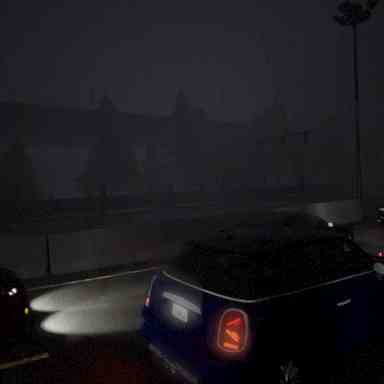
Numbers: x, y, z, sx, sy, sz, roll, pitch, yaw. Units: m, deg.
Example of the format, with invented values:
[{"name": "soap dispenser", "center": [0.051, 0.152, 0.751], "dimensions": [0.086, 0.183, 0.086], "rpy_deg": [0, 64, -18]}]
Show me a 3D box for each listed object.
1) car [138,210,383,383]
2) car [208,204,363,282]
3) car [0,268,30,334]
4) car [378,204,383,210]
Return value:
[{"name": "car", "center": [1.592, 1.313, 4.915], "dimensions": [4.553, 1.767, 2.097], "rpy_deg": [-1, 1, -36]}, {"name": "car", "center": [3.068, 1.321, 10.304], "dimensions": [5.008, 1.535, 1.882], "rpy_deg": [-3, 1, -36]}, {"name": "car", "center": [-4.648, 1.563, 4.733], "dimensions": [4.181, 1.385, 1.994], "rpy_deg": [0, 0, -35]}, {"name": "car", "center": [10.689, 0.864, 15.825], "dimensions": [4.902, 1.511, 2.128], "rpy_deg": [-4, 2, -36]}]
